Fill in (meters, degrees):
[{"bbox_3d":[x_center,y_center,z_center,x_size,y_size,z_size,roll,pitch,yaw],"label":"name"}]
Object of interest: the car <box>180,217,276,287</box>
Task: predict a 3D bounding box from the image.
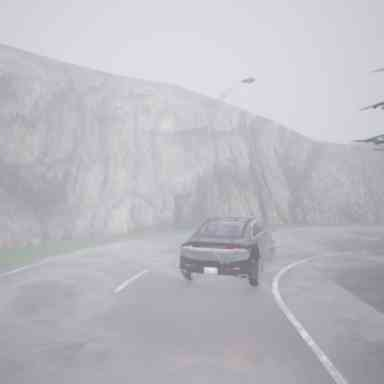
[{"bbox_3d":[1.184,1.439,9.368,2.128,1.511,4.902,0,0,19],"label":"car"}]
